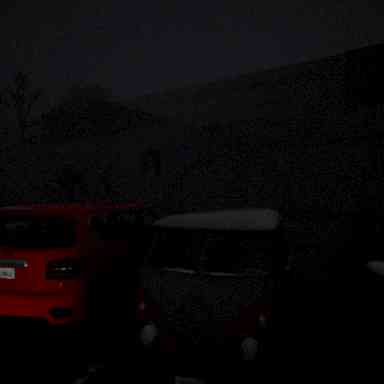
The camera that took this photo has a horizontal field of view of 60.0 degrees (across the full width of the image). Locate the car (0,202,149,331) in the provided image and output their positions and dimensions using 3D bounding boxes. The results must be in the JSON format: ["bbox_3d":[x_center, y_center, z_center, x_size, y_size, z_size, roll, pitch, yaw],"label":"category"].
[{"bbox_3d":[-1.822,1.239,7.135,2.435,2.045,5.566,0,-1,15],"label":"car"}]

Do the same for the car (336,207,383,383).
[{"bbox_3d":[3.030,1.238,3.611,2.435,2.045,5.566,1,-1,16],"label":"car"}]

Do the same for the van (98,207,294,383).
[{"bbox_3d":[0.577,1.263,5.258,1.878,1.987,4.442,1,-1,16],"label":"van"}]
